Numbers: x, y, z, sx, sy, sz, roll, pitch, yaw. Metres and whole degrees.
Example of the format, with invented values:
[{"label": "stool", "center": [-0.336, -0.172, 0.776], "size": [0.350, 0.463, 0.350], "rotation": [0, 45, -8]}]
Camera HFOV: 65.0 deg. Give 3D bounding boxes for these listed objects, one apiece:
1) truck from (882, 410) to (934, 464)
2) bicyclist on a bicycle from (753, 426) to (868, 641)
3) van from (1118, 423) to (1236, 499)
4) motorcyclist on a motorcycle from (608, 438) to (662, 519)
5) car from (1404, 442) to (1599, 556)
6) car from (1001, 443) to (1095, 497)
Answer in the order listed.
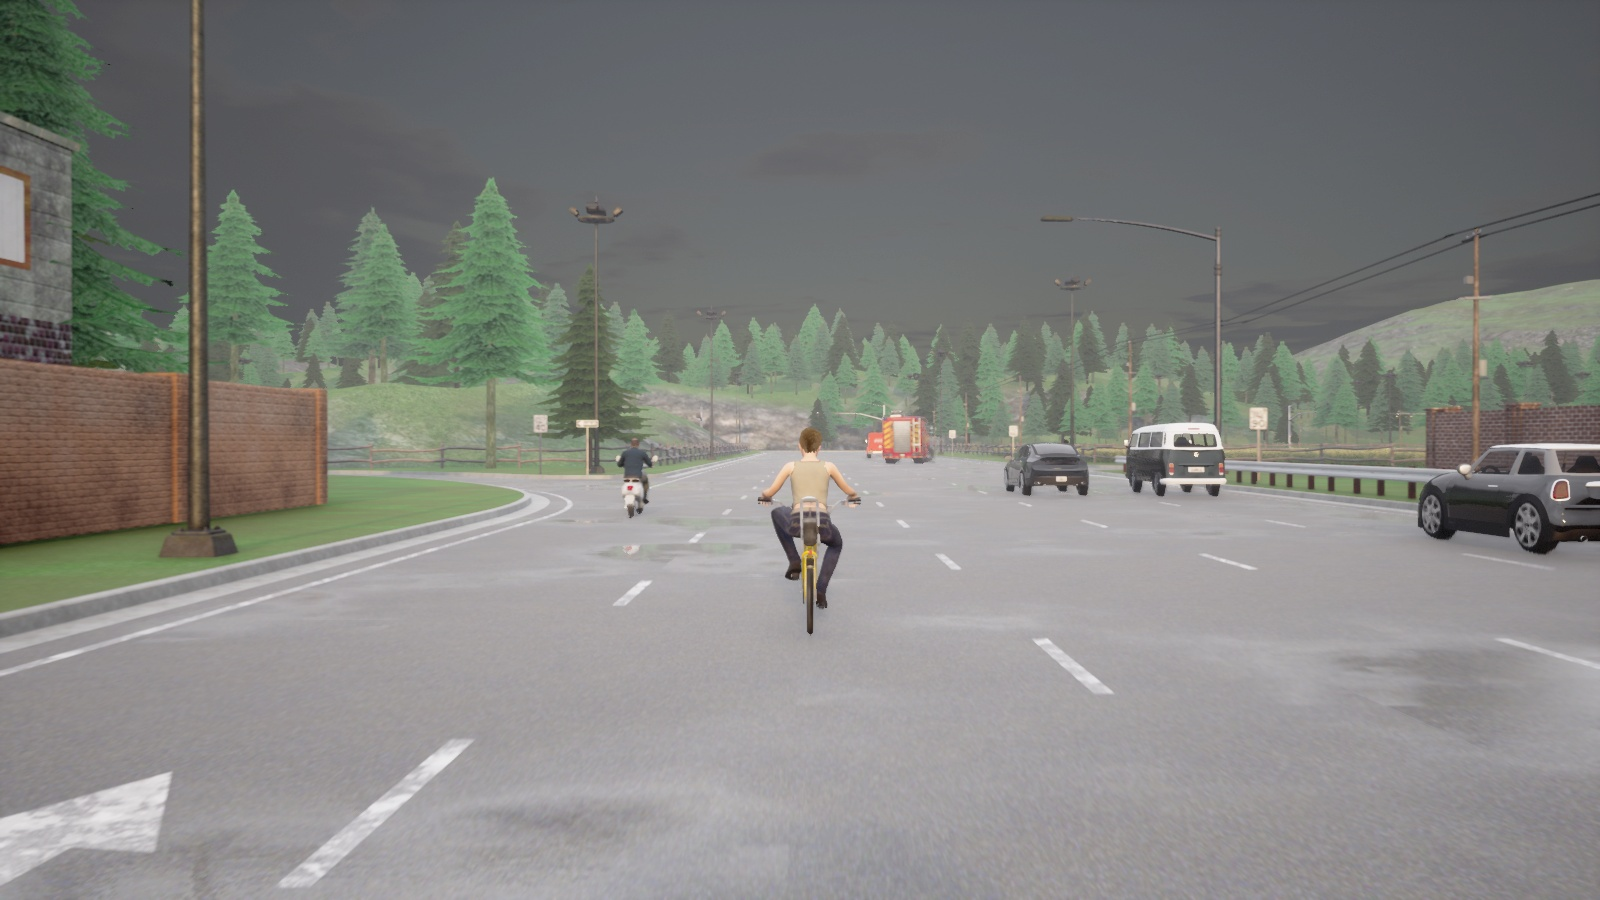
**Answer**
[{"label": "truck", "center": [8.154, -0.943, 93.962], "size": [2.891, 3.827, 8.468], "rotation": [-1, 0, 11]}, {"label": "bicyclist on a bicycle", "center": [0.078, 0.626, 10.186], "size": [0.866, 1.612, 1.509], "rotation": [0, 0, 0]}, {"label": "van", "center": [10.719, 0.275, 36.074], "size": [2.069, 2.038, 4.480], "rotation": [0, 0, 0]}, {"label": "motorcyclist on a motorcycle", "center": [-3.340, 0.553, 25.563], "size": [0.866, 1.590, 1.817], "rotation": [0, 0, 0]}, {"label": "car", "center": [10.618, 0.618, 18.120], "size": [1.970, 1.475, 3.806], "rotation": [0, 0, 0]}, {"label": "car", "center": [7.225, 0.548, 37.073], "size": [1.837, 1.490, 4.892], "rotation": [0, 0, 0]}]
